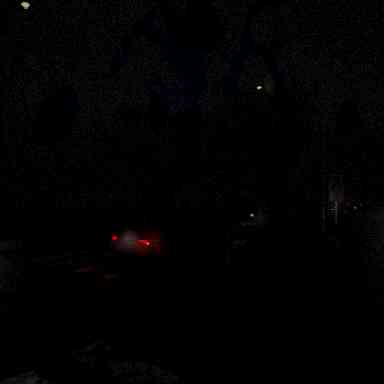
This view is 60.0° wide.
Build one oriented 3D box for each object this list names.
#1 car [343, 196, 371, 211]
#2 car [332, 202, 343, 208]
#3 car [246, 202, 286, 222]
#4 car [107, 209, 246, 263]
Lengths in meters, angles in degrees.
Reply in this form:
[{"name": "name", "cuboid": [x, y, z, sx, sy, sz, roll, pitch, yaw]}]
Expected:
[{"name": "car", "cuboid": [19.044, 1.406, 37.948, 1.895, 1.301, 4.718, 0, 0, 36]}, {"name": "car", "cuboid": [20.036, 1.325, 44.105, 1.837, 1.490, 4.892, 0, -1, 37]}, {"name": "car", "cuboid": [5.266, 1.393, 24.265, 1.994, 1.385, 4.181, 0, 0, 36]}, {"name": "car", "cuboid": [-0.374, 1.438, 11.662, 2.033, 1.411, 5.357, 0, 0, 36]}]
